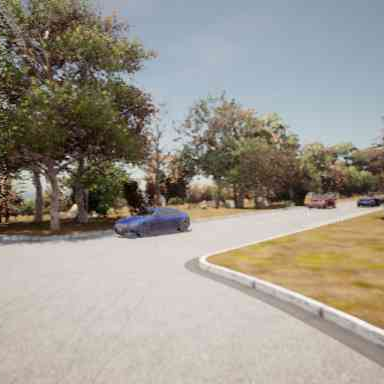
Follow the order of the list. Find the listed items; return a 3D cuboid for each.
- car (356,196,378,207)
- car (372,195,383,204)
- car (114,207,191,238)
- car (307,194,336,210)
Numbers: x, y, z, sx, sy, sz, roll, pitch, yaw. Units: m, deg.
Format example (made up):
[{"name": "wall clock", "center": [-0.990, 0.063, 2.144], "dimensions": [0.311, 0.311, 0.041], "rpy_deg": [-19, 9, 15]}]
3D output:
[{"name": "car", "center": [22.008, 1.170, 41.534], "dimensions": [1.994, 1.385, 4.181], "rpy_deg": [-1, 0, 40]}, {"name": "car", "center": [28.336, 1.092, 49.314], "dimensions": [1.895, 1.301, 4.718], "rpy_deg": [-1, 0, 39]}, {"name": "car", "center": [-2.009, 1.567, 18.217], "dimensions": [1.812, 1.442, 4.674], "rpy_deg": [-1, 0, 43]}, {"name": "car", "center": [15.180, 1.083, 38.956], "dimensions": [2.097, 1.767, 4.553], "rpy_deg": [-1, 0, 40]}]
